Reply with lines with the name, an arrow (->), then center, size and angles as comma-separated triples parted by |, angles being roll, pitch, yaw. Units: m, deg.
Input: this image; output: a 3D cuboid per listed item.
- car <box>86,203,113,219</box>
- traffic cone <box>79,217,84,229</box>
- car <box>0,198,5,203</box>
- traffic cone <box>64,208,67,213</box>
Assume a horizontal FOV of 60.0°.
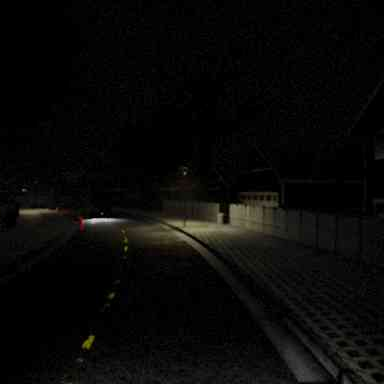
car -> -8.698, 1.713, 31.062 | 1.994, 1.385, 4.181 | 0, 0, -24
traffic cone -> -7.048, 2.067, 21.191 | 0.340, 0.580, 0.340 | 0, 0, -17
car -> -37.121, 1.884, 64.664 | 4.892, 1.490, 1.837 | 0, 0, 39
traffic cone -> -14.800, 2.156, 38.907 | 0.340, 0.580, 0.340 | 0, 0, -31
